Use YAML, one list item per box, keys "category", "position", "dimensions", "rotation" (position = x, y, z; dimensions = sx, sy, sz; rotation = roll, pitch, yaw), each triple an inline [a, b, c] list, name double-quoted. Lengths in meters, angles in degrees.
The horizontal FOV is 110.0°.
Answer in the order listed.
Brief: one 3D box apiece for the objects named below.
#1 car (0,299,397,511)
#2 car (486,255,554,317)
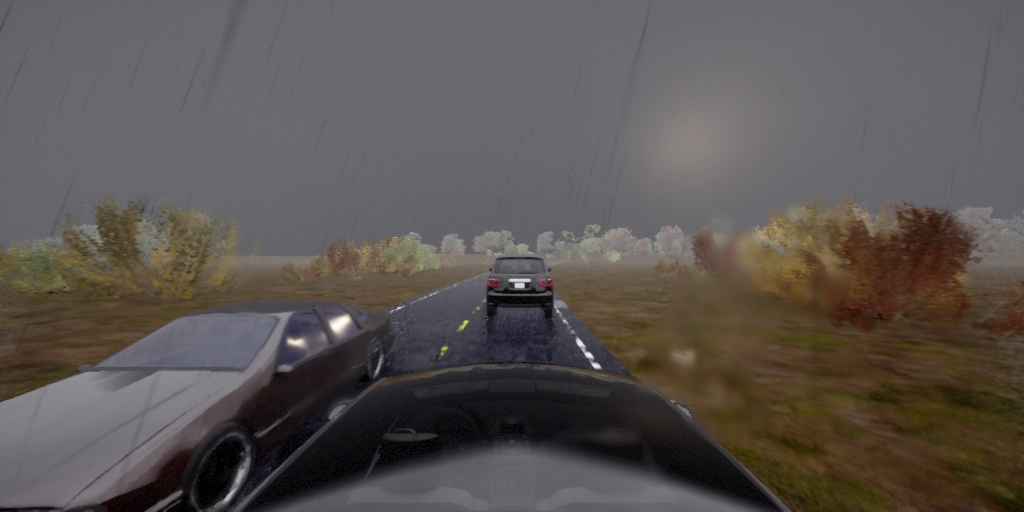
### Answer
- category: "car"
  position: [-3.067, 1.294, 4.393]
  dimensions: [2.033, 1.411, 5.357]
  rotation: [0, 0, 0]
- category: "car"
  position: [0.306, 0.971, 13.305]
  dimensions: [2.150, 2.045, 5.566]
  rotation: [0, 0, 2]
